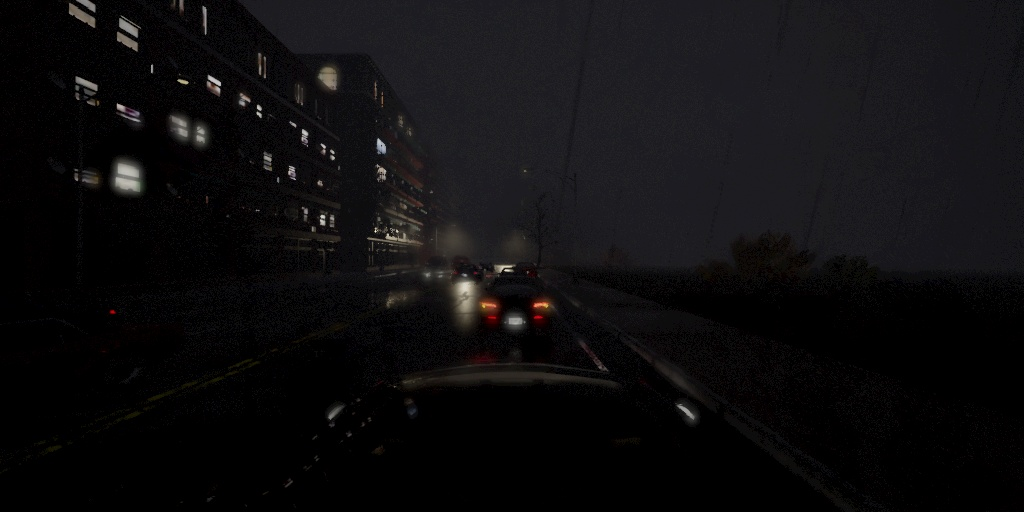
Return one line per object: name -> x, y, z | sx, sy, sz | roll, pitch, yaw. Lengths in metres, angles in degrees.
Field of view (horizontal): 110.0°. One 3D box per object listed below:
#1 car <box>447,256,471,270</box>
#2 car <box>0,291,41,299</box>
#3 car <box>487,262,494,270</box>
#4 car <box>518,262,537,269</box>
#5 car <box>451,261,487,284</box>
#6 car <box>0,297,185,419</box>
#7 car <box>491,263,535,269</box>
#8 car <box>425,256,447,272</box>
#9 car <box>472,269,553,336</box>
car -> -6.700, 0.974, 47.577 | 2.150, 2.045, 5.566 | 0, 0, 0
car -> -9.860, 1.298, 5.779 | 2.033, 1.411, 5.357 | 0, 0, 0
car -> -3.243, 1.354, 45.276 | 1.895, 1.301, 4.718 | 0, 0, 0
car -> 1.075, 1.232, 29.945 | 1.882, 1.535, 5.008 | 0, 0, 0
car -> -3.205, 1.317, 26.614 | 1.994, 1.385, 4.181 | 0, 0, 0
car -> -6.605, 1.351, 3.947 | 1.895, 1.301, 4.718 | 0, 0, 0
car -> 0.060, 1.317, 20.417 | 1.994, 1.385, 4.181 | 0, 0, 0
car -> -9.949, 0.974, 47.952 | 2.150, 2.045, 5.566 | 0, 0, 0
car -> 0.073, 1.277, 10.250 | 1.812, 1.442, 4.674 | 0, 0, 0
